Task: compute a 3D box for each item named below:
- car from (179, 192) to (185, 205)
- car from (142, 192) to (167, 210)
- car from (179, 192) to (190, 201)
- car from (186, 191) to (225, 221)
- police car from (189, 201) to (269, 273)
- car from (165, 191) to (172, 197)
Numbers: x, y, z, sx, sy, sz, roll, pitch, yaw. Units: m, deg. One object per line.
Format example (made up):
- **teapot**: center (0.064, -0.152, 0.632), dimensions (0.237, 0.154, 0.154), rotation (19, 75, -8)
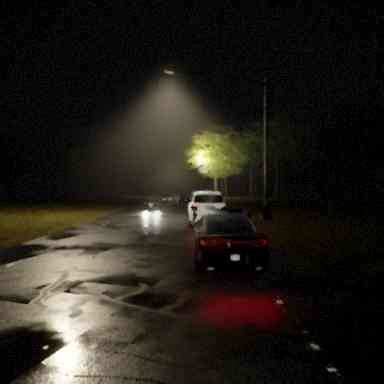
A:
- **car**: center (-0.856, 1.035, 47.117), dimensions (1.994, 1.385, 4.181), rotation (0, 0, -1)
- **car**: center (-4.121, 1.087, 35.354), dimensions (2.128, 1.511, 4.902), rotation (0, 1, -2)
- **car**: center (-1.442, 0.834, 61.527), dimensions (1.837, 1.490, 4.892), rotation (-1, 1, -3)
- **car**: center (0.861, 0.982, 20.301), dimensions (2.150, 2.045, 5.566), rotation (0, 1, -1)
- **police car**: center (0.986, 1.294, 10.359), dimensions (1.930, 1.638, 5.238), rotation (0, 1, -1)
- **car**: center (-5.780, 0.558, 77.450), dimensions (1.994, 1.385, 4.181), rotation (0, 0, -3)
